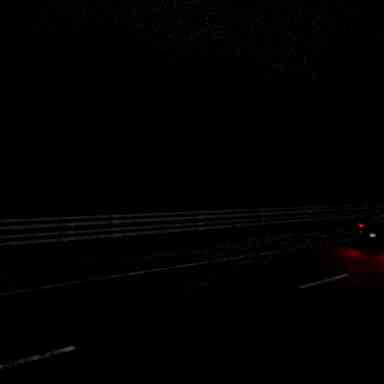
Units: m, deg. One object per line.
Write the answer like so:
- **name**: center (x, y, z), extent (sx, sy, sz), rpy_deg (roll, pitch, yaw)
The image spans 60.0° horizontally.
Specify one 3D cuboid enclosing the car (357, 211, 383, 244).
- **car**: center (9.066, 1.533, 14.549), extent (4.674, 1.442, 1.812), rpy_deg (0, 0, -35)
